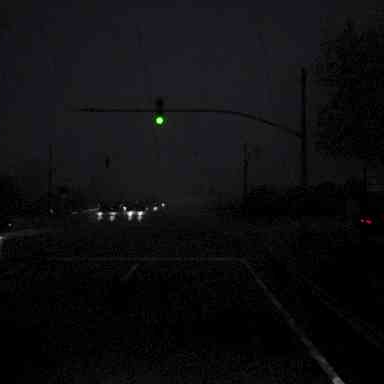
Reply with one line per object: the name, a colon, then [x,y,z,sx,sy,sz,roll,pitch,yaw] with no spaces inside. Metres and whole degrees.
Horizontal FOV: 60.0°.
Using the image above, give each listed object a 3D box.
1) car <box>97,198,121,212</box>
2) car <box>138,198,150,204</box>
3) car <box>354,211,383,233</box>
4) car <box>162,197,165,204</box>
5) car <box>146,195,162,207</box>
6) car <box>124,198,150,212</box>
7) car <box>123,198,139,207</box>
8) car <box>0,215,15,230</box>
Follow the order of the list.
car: [-10.650,1.600,42.899,2.097,1.767,4.553,0,0,0]
car: [-10.588,2.015,73.398,1.895,1.301,4.718,0,0,0]
car: [11.977,1.654,18.384,5.357,1.411,2.033,0,0,3]
car: [-7.087,1.924,74.986,1.837,1.490,4.892,0,0,0]
car: [-7.143,1.565,59.358,2.150,2.045,5.566,0,-1,0]
car: [-7.150,1.813,43.479,1.994,1.385,4.181,0,0,0]
car: [-10.647,1.842,58.340,1.837,1.490,4.892,0,-1,0]
car: [-13.053,1.649,19.772,4.674,1.442,1.812,0,0,3]
